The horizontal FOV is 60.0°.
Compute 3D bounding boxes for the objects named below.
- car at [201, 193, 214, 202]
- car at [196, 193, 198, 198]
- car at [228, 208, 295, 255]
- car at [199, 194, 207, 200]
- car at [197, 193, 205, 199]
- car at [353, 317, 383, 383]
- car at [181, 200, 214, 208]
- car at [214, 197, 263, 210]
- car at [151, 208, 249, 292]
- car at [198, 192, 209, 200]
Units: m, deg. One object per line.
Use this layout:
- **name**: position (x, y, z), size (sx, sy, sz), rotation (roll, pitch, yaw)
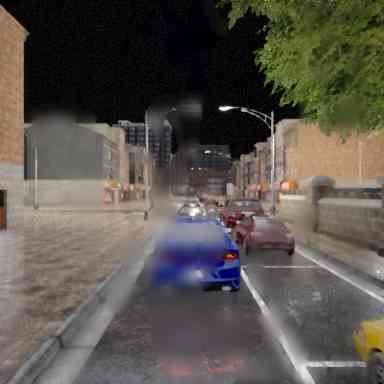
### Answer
- **car**: position (2.555, 1.244, 44.414), size (1.887, 1.381, 4.507), rotation (1, 0, 0)
- **car**: position (2.512, 0.903, 66.162), size (2.192, 1.841, 5.009), rotation (1, 0, 0)
- **car**: position (2.620, 1.485, 12.536), size (1.802, 1.307, 4.206), rotation (1, 0, 0)
- **car**: position (2.487, 1.123, 77.038), size (1.802, 1.307, 4.206), rotation (0, 0, 0)
- **car**: position (2.465, 1.050, 87.913), size (2.008, 1.369, 4.403), rotation (0, 0, 0)
- **car**: position (2.643, 1.510, 1.807), size (1.752, 1.417, 4.829), rotation (1, 0, 0)
- **car**: position (0.062, 1.407, 18.725), size (2.033, 1.411, 5.357), rotation (0, 0, 0)
- **car**: position (2.612, 1.180, 17.983), size (2.192, 1.841, 5.009), rotation (1, 0, 0)
- **car**: position (0.081, 1.409, 8.786), size (1.882, 1.535, 5.008), rotation (0, 0, 0)
- **car**: position (2.521, 1.158, 60.726), size (1.887, 1.381, 4.507), rotation (1, 0, 0)
